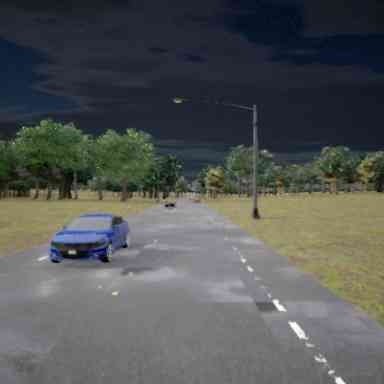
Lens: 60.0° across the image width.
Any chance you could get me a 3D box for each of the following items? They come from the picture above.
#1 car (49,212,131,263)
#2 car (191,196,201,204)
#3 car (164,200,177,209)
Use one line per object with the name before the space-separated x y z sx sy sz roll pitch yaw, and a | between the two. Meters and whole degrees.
car | -3.588 1.564 12.504 1.882 1.535 5.008 0 0 0
car | 1.266 2.151 81.416 1.812 1.442 4.674 0 0 0
car | -3.502 2.006 54.486 1.895 1.301 4.718 0 0 1
